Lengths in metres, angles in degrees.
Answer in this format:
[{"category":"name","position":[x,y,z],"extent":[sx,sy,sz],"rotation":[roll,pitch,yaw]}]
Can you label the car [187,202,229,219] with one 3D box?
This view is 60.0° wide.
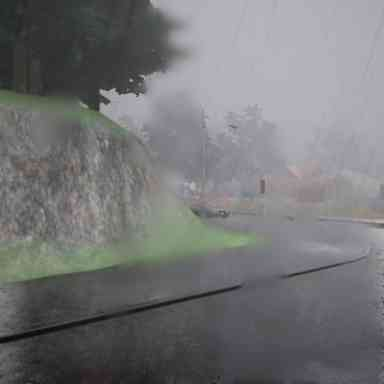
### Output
[{"category":"car","position":[1.362,1.607,29.361],"extent":[1.994,1.385,4.181],"rotation":[0,0,-35]}]
